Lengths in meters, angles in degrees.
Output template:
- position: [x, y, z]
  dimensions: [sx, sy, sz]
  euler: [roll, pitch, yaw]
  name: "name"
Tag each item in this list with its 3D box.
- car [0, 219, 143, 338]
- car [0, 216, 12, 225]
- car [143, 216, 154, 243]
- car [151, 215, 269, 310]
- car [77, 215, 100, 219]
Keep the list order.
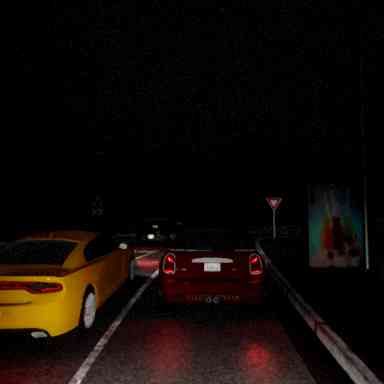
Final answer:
- position: [-2.515, 1.537, 6.878]
  dimensions: [1.882, 1.535, 5.008]
  euler: [0, -1, 3]
  name: "car"
- position: [-30.049, 4.233, 49.692]
  dimensions: [2.033, 1.411, 5.357]
  euler: [-3, -5, 40]
  name: "car"
- position: [-1.768, 2.122, 19.063]
  dimensions: [1.837, 1.490, 4.892]
  euler: [-1, -4, 7]
  name: "car"
- position: [0.480, 1.432, 8.119]
  dimensions: [2.097, 1.767, 4.553]
  euler: [0, -2, 3]
  name: "car"
- position: [-17.112, 4.506, 54.034]
  dimensions: [4.181, 1.385, 1.994]
  euler: [0, -4, -9]
  name: "car"
